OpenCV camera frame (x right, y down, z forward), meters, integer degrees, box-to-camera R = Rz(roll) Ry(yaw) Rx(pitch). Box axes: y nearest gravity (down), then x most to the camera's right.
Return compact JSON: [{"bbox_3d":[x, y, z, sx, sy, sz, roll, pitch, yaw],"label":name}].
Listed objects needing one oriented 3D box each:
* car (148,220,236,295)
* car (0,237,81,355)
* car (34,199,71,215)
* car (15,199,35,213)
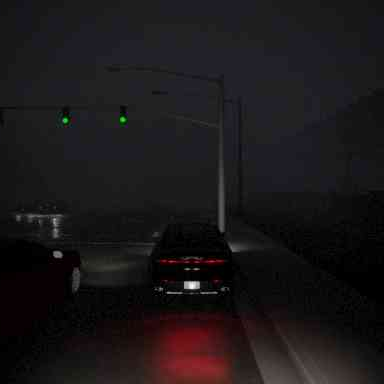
[{"bbox_3d":[-0.001,1.494,8.649,1.837,1.490,4.892,0,0,0],"label":"car"},{"bbox_3d":[-3.395,1.476,5.444,1.882,1.535,5.008,0,0,0],"label":"car"},{"bbox_3d":[-13.948,1.489,34.161,1.812,1.442,4.674,0,0,0],"label":"car"},{"bbox_3d":[-17.420,1.510,36.993,2.033,1.411,5.357,0,0,0],"label":"car"}]
